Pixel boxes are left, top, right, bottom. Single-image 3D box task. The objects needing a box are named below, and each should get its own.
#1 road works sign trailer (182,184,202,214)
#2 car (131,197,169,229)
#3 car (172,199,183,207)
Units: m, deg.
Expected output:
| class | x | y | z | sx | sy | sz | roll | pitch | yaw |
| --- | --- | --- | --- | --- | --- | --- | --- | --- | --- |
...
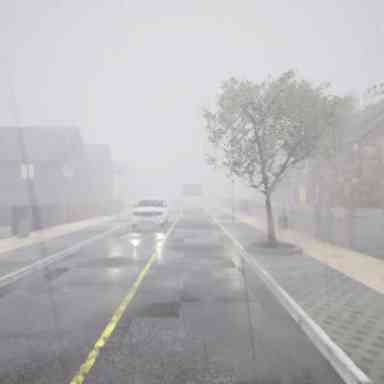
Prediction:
| class | x | y | z | sx | sy | sz | roll | pitch | yaw |
| --- | --- | --- | --- | --- | --- | --- | --- | --- | --- |
| road works sign trailer | 0.000 | 0.792 | 39.601 | 2.380 | 3.560 | 2.880 | 0 | -1 | 0 |
| car | -2.853 | 1.393 | 23.638 | 2.150 | 2.045 | 5.566 | 0 | -1 | 0 |
| car | -2.774 | 2.107 | 64.724 | 1.882 | 1.535 | 5.008 | 0 | -1 | 0 |
